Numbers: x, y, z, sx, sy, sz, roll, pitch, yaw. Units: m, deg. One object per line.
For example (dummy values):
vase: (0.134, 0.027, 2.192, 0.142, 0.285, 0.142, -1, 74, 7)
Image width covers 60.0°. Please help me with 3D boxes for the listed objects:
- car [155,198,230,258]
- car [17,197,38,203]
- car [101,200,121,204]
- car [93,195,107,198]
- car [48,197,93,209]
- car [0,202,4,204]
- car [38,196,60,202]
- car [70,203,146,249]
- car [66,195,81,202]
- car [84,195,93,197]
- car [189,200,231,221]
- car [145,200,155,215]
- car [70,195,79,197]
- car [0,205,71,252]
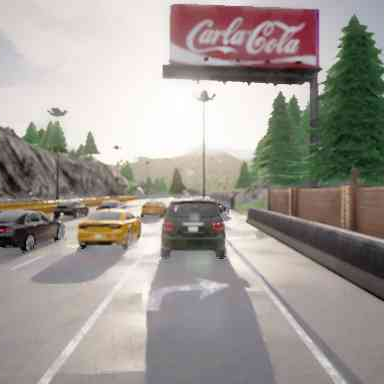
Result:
car: (0.053, 1.225, 12.861, 2.150, 2.045, 5.566, 0, 0, 0)
car: (-28.134, 1.553, 57.608, 2.033, 1.411, 5.357, 0, 0, -1)
car: (-6.967, 1.511, 29.187, 1.837, 1.490, 4.892, 0, 0, 0)
car: (-21.421, 1.493, 79.701, 2.128, 1.511, 4.902, 0, 0, -1)
car: (-10.466, 1.511, 29.210, 1.837, 1.490, 4.892, 0, 0, 0)
car: (-21.134, 1.531, 34.254, 1.812, 1.442, 4.674, 0, 0, 0)
car: (-24.661, 1.508, 58.981, 2.128, 1.511, 4.902, 0, 0, 0)
car: (-3.438, 1.480, 14.680, 1.882, 1.535, 5.008, 0, 0, 0)
car: (-28.427, 1.503, 79.866, 1.837, 1.490, 4.892, 0, 0, -1)
car: (-24.928, 1.510, 79.786, 1.837, 1.490, 4.892, 0, 0, -1)
car: (1.649, 1.512, 28.858, 1.837, 1.490, 4.892, -3, -1, 26)
car: (-3.463, 1.483, 30.670, 1.882, 1.535, 5.008, 0, 0, 0)
car: (-21.161, 1.535, 58.908, 1.812, 1.442, 4.674, 0, 0, 0)
car: (-6.941, 1.507, 13.805, 1.837, 1.490, 4.892, 0, 0, 0)
